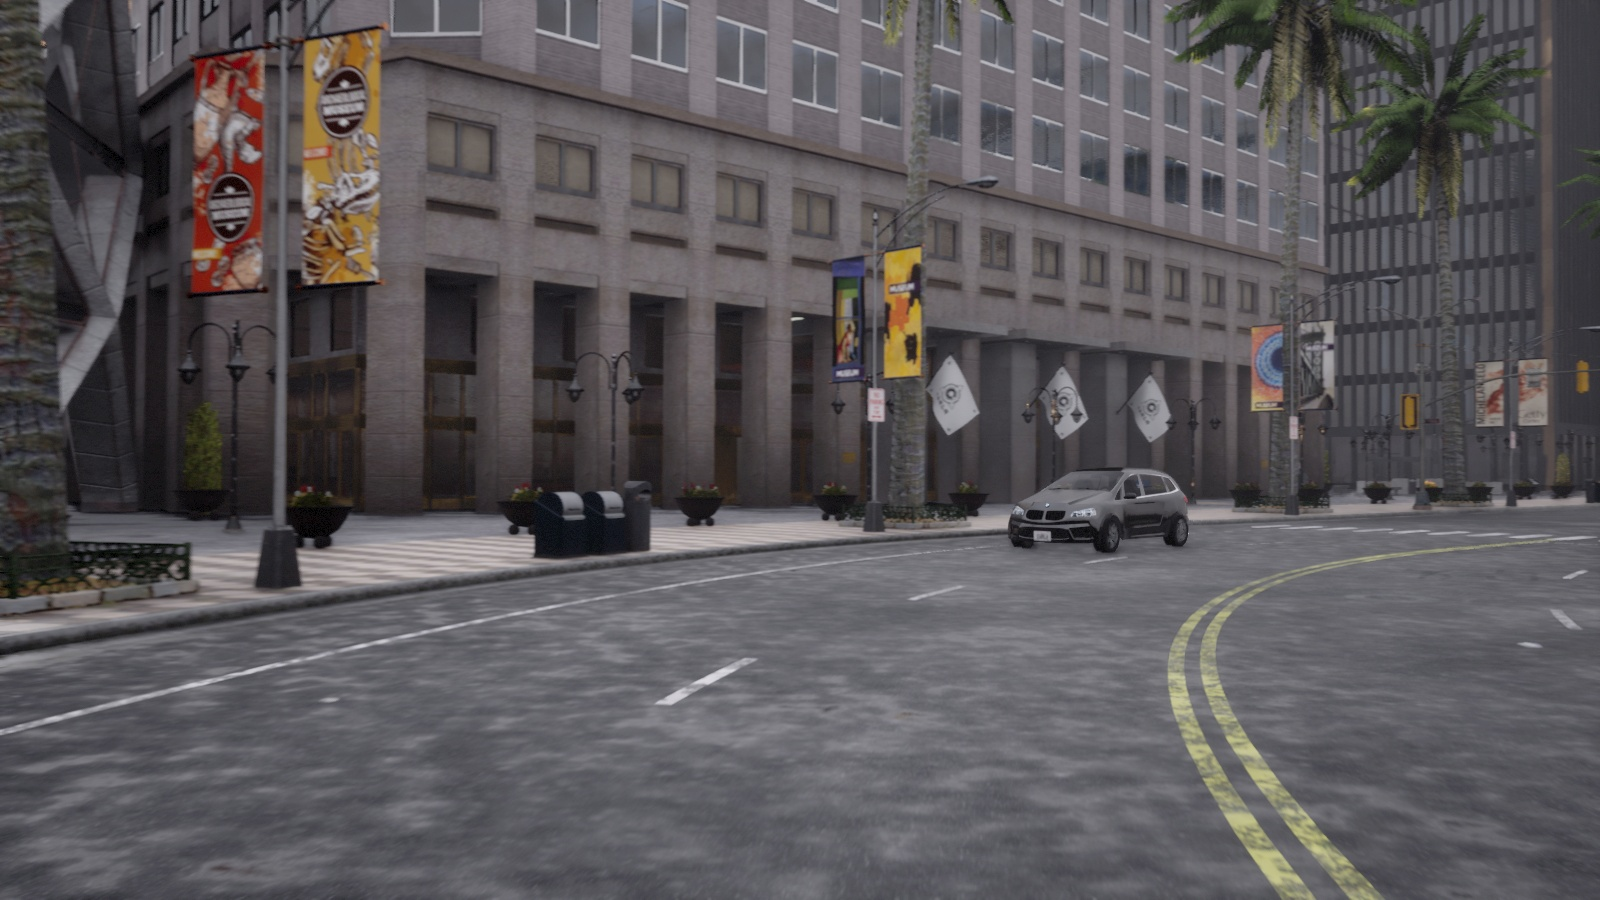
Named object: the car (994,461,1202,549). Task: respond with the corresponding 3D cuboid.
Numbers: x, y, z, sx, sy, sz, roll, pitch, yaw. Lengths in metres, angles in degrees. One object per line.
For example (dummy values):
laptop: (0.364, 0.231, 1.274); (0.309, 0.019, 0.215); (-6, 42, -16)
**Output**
car: (6.298, 1.079, 26.221); (2.242, 1.667, 4.611); (-1, -1, 43)
